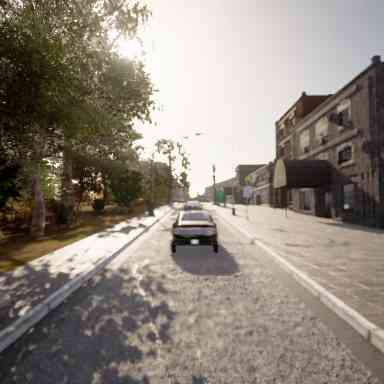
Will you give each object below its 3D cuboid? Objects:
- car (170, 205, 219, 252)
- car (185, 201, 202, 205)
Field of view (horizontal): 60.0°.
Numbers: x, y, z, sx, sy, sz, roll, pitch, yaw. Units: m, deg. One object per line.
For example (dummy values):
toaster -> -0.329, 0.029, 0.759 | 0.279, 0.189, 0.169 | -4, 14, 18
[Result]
car -> 0.100, 1.531, 14.115 | 2.128, 1.511, 4.902 | 0, 0, 0
car -> 0.092, 1.615, 32.014 | 1.812, 1.442, 4.674 | 0, 0, 0
